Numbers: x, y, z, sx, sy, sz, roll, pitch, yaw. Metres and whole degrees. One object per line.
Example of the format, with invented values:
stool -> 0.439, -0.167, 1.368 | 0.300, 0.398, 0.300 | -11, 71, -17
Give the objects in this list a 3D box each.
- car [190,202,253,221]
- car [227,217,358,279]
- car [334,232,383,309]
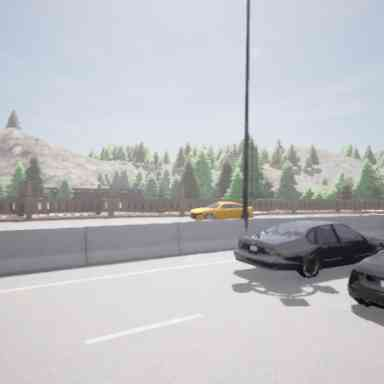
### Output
car -> 2.275, 1.495, 25.183 | 5.008, 1.535, 1.882 | 1, 0, -26
car -> 3.837, 1.570, 10.088 | 5.357, 1.411, 2.033 | 0, 0, -29
car -> 5.146, 1.597, 6.730 | 4.181, 1.385, 1.994 | 0, 0, -30
